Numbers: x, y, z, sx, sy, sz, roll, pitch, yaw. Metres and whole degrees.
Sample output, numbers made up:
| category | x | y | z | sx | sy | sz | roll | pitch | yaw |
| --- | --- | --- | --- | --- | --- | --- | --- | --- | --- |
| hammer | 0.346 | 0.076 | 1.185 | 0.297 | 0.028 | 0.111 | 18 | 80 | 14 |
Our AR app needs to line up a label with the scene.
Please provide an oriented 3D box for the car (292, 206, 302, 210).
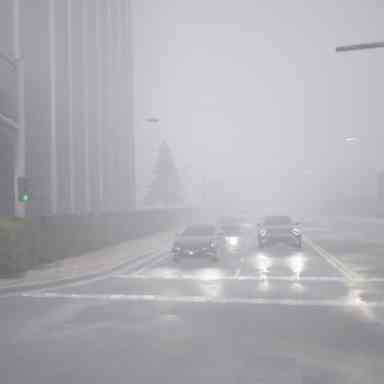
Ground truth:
| category | x | y | z | sx | sy | sz | roll | pitch | yaw |
| --- | --- | --- | --- | --- | --- | --- | --- | --- | --- |
| car | 24.698 | 4.154 | 78.411 | 2.128 | 1.511 | 4.902 | -2 | -3 | 12 |

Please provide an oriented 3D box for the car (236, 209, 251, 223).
| category | x | y | z | sx | sy | sz | roll | pitch | yaw |
| --- | --- | --- | --- | --- | --- | --- | --- | --- | --- |
| car | 6.498 | 3.092 | 43.132 | 2.097 | 1.767 | 4.553 | -2 | -3 | 12 |

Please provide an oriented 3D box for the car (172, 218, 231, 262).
| category | x | y | z | sx | sy | sz | roll | pitch | yaw |
| --- | --- | --- | --- | --- | --- | --- | --- | --- | --- |
| car | 0.459 | 2.171 | 15.089 | 1.837 | 1.490 | 4.892 | -2 | -3 | 12 |

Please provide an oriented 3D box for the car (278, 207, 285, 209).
| category | x | y | z | sx | sy | sz | roll | pitch | yaw |
| --- | --- | --- | --- | --- | --- | --- | --- | --- | --- |
| car | 21.276 | 4.306 | 79.130 | 2.033 | 1.411 | 5.357 | -2 | -3 | 12 |

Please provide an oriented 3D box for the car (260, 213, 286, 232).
| category | x | y | z | sx | sy | sz | roll | pitch | yaw |
| --- | --- | --- | --- | --- | --- | --- | --- | --- | --- |
| car | 7.234 | 2.664 | 30.134 | 2.033 | 1.411 | 5.357 | -2 | -2 | 12 |

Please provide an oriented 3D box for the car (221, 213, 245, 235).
| category | x | y | z | sx | sy | sz | roll | pitch | yaw |
| --- | --- | --- | --- | --- | --- | --- | --- | --- | --- |
| car | 2.883 | 2.656 | 26.484 | 1.994 | 1.385 | 4.181 | -2 | -3 | 12 |

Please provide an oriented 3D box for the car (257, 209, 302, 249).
| category | x | y | z | sx | sy | sz | roll | pitch | yaw |
| --- | --- | --- | --- | --- | --- | --- | --- | --- | --- |
| car | 4.665 | 2.020 | 18.089 | 2.097 | 1.767 | 4.553 | -2 | -3 | 12 |
